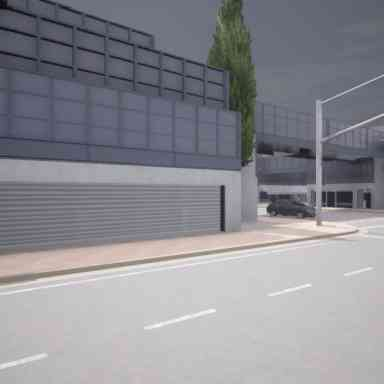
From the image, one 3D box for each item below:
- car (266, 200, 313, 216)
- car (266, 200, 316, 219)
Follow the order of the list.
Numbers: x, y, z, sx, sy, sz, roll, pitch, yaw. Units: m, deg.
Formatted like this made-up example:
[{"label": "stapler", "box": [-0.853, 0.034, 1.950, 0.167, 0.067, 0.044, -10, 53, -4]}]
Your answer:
[{"label": "car", "box": [9.691, 1.564, 33.481, 1.994, 1.385, 4.181, 0, 0, -37]}, {"label": "car", "box": [8.727, 1.501, 28.924, 1.837, 1.490, 4.892, 0, 1, -37]}]
